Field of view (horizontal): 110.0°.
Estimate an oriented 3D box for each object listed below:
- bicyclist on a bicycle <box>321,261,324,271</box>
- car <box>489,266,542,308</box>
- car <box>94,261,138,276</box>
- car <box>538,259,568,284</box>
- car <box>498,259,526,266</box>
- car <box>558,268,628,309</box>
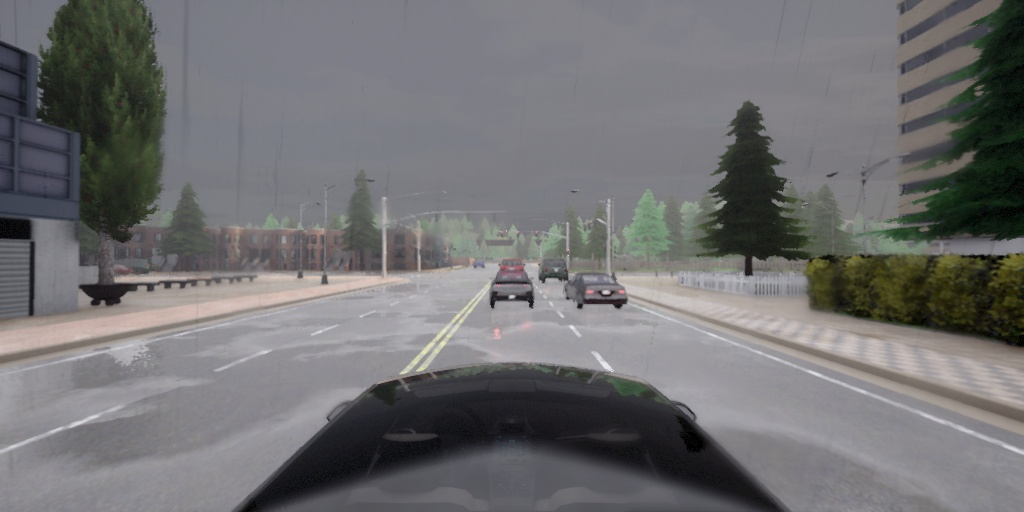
[{"bbox_3d":[-28.836,1.549,54.821,0.582,1.620,1.656,0,0,-1],"label":"bicyclist on a bicycle"},{"bbox_3d":[-0.001,1.377,16.142,2.128,1.511,4.902,0,0,0],"label":"car"},{"bbox_3d":[-48.338,1.658,42.572,4.674,1.442,1.812,0,-1,-27],"label":"car"},{"bbox_3d":[3.492,1.238,30.869,2.150,2.045,5.566,0,0,0],"label":"car"},{"bbox_3d":[-0.008,1.238,30.868,2.150,2.045,5.566,0,0,0],"label":"car"},{"bbox_3d":[3.497,1.429,15.838,2.033,1.411,5.357,0,-1,0],"label":"car"}]
